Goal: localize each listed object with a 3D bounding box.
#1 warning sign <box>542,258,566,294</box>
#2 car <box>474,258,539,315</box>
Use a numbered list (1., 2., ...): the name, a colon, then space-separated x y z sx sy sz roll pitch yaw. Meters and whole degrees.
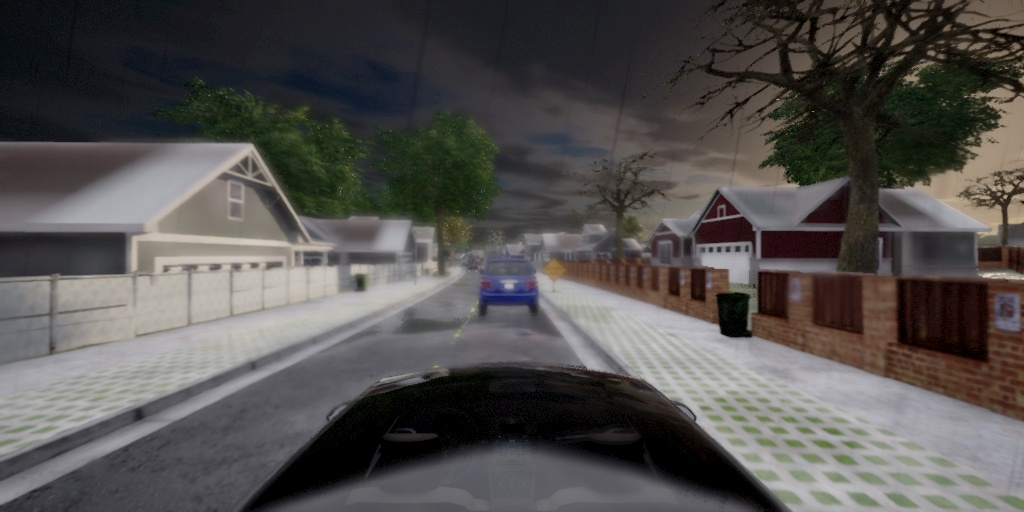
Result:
1. warning sign: 2.214 1.038 18.970 1.300 1.860 1.060 0 0 -2
2. car: -0.161 1.103 14.514 2.150 2.045 5.566 0 0 -2
